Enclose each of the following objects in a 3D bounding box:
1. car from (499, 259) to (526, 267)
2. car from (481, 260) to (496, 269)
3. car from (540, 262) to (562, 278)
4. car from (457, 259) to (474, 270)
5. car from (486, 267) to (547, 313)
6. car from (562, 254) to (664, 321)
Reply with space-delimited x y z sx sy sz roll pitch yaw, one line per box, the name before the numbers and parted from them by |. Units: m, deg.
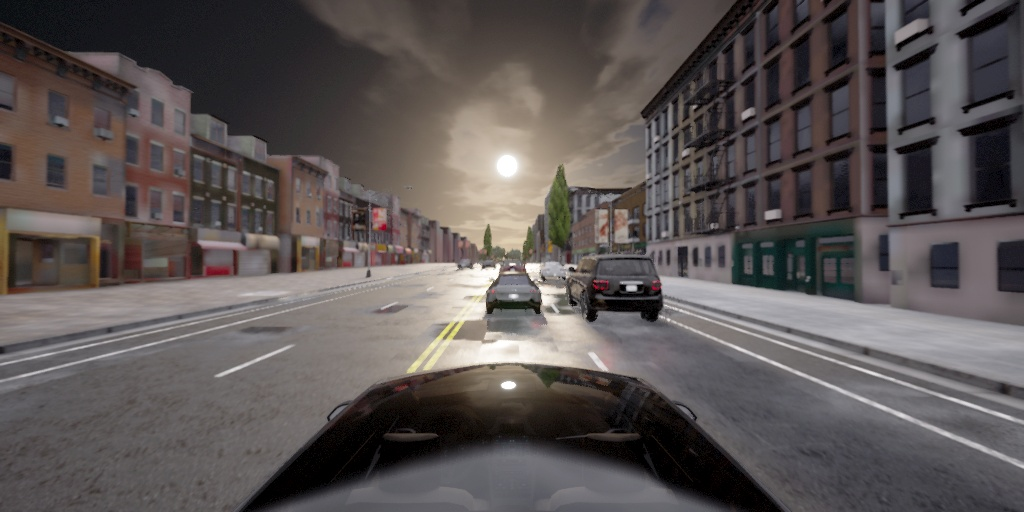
car | 0.060 1.026 28.337 2.097 1.767 4.553 0 0 0
car | -3.341 1.226 52.332 1.994 1.385 4.181 0 0 0
car | 3.313 1.196 29.760 1.812 1.442 4.674 0 0 0
car | -6.595 1.151 51.160 2.128 1.511 4.902 0 0 0
car | 0.068 1.293 13.846 1.994 1.385 4.181 0 0 0
car | 3.312 0.957 12.547 2.150 2.045 5.566 0 0 0
